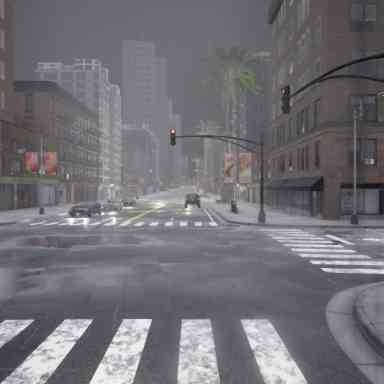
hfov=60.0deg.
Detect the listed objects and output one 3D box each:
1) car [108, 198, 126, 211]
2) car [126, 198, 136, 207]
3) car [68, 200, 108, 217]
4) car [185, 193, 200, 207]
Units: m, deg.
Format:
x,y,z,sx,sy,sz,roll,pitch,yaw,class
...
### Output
x,y,z,sx,sy,sz,roll,pitch,yaw,class
-9.860,1.589,41.135,1.895,1.301,4.718,0,0,0,car
-9.846,1.543,51.206,1.994,1.385,4.181,0,0,1,car
-9.857,1.540,31.448,2.033,1.411,5.357,0,0,0,car
0.088,1.201,51.026,2.150,2.045,5.566,0,0,0,car
